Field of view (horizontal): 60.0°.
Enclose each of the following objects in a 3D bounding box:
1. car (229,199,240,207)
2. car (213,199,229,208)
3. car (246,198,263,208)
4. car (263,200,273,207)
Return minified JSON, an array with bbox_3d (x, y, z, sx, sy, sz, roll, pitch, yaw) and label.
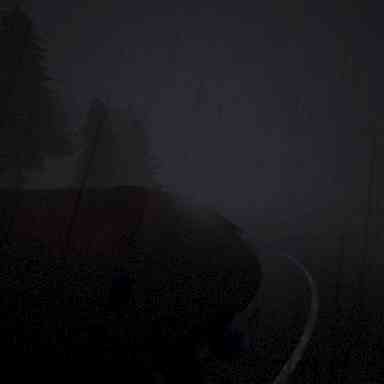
[{"bbox_3d":[9.575,2.670,73.743,1.837,1.490,4.892,0,-1,0],"label":"car"},{"bbox_3d":[6.051,2.629,69.521,1.837,1.490,4.892,0,-1,0],"label":"car"},{"bbox_3d":[13.057,2.320,71.058,2.150,2.045,5.566,0,-1,0],"label":"car"},{"bbox_3d":[16.575,2.469,73.948,2.097,1.767,4.553,0,-1,0],"label":"car"}]
